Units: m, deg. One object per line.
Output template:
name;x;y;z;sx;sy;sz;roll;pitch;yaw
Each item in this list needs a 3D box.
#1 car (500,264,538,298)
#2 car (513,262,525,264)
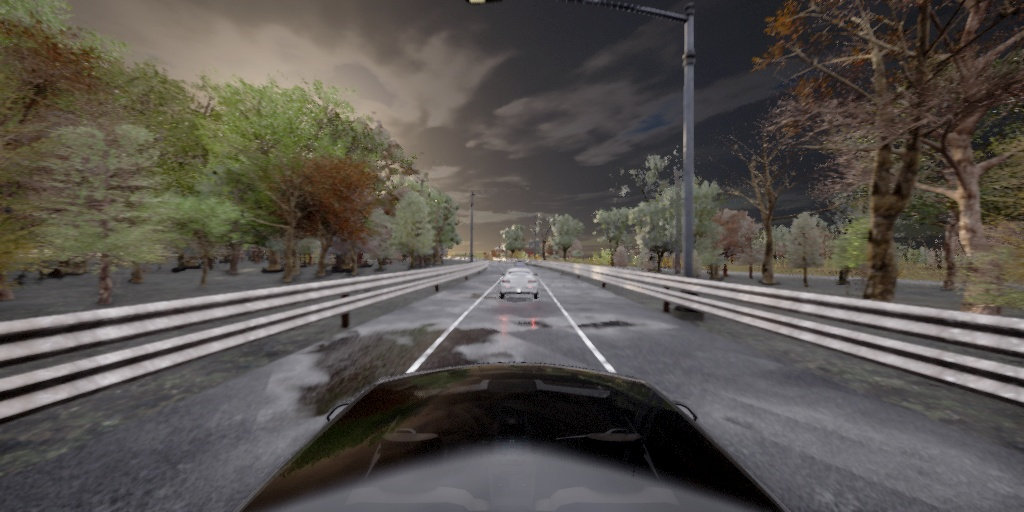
car;0.388;1.323;18.678;1.812;1.442;4.674;0;0;2
car;0.902;1.401;45.130;2.033;1.411;5.357;0;0;-2
